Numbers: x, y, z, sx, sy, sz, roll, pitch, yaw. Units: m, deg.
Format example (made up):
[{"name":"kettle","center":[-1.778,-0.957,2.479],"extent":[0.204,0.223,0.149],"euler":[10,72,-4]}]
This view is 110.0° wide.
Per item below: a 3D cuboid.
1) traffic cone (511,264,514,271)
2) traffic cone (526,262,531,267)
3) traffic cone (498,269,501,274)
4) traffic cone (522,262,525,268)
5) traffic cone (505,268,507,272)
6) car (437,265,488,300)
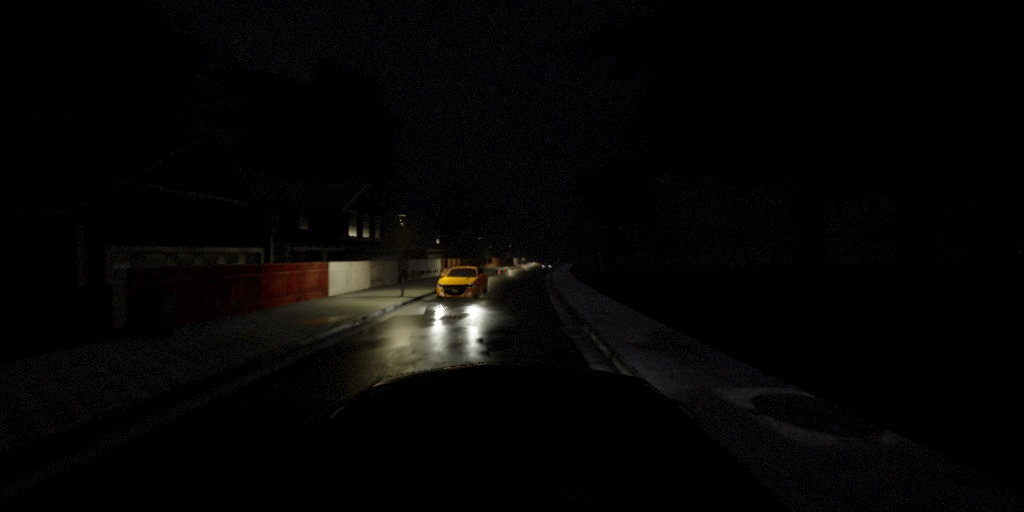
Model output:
[{"name":"traffic cone","center":[0.024,1.748,50.171],"extent":[0.340,0.580,0.340],"euler":[0,0,9]},{"name":"traffic cone","center":[2.771,1.769,65.035],"extent":[0.340,0.580,0.340],"euler":[0,0,12]},{"name":"traffic cone","center":[-1.404,1.737,40.192],"extent":[0.340,0.580,0.340],"euler":[0,0,7]},{"name":"traffic cone","center":[1.775,1.760,60.099],"extent":[0.340,0.580,0.340],"euler":[0,0,11]},{"name":"traffic cone","center":[-0.730,1.742,45.187],"extent":[0.340,0.580,0.340],"euler":[0,0,8]},{"name":"car","center":[-2.348,1.239,17.983],"extent":[1.882,1.535,5.008],"euler":[0,0,3]}]
